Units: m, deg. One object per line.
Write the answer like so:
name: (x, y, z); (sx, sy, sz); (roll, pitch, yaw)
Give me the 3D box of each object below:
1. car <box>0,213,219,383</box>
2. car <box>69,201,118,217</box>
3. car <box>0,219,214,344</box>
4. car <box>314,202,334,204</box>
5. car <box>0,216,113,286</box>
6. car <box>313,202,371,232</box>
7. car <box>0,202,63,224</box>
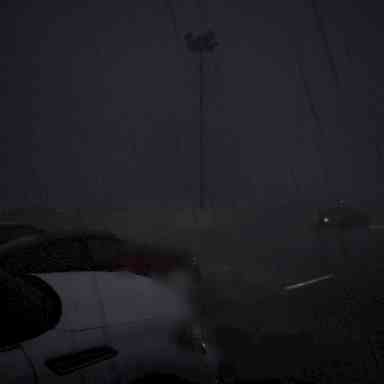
car: (-2.409, 1.224, 2.086); (5.566, 2.045, 2.150); (0, 0, -36)
car: (-9.485, 1.576, 32.159); (4.181, 1.385, 1.994); (0, 0, -40)
car: (-2.100, 1.481, 6.643); (5.008, 1.535, 1.882); (0, 0, -36)
car: (18.246, 1.465, 44.012); (2.128, 1.511, 4.902); (0, 0, 42)
car: (-4.721, 1.532, 9.056); (4.674, 1.442, 1.812); (0, 0, -36)
car: (9.125, 1.551, 20.147); (4.181, 1.385, 1.994); (0, 0, -41)
car: (-12.484, 1.542, 25.337); (4.674, 1.442, 1.812); (0, 0, -37)
